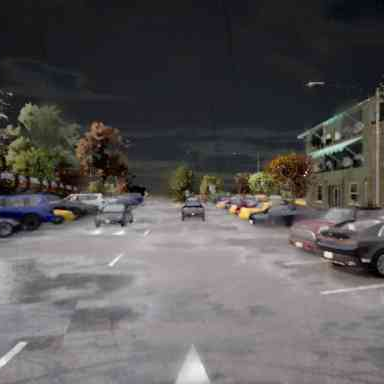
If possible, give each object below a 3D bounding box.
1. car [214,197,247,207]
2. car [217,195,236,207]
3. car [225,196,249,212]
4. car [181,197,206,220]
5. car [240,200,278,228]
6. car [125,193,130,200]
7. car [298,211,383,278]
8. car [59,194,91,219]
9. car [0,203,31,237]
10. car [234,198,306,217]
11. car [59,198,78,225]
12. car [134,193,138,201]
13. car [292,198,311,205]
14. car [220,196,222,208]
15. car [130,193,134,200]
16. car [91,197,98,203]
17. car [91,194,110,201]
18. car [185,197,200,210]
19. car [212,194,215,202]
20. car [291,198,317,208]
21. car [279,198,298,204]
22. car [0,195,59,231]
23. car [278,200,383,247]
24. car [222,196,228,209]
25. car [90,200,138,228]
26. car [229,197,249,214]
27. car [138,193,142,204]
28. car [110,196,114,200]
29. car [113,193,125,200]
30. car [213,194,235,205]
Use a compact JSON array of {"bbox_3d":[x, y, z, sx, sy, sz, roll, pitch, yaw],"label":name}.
[{"bbox_3d":[5.993,1.475,51.371,4.674,1.452,2.002,1,0,-20],"label":"car"},{"bbox_3d":[5.996,1.449,39.542,4.892,1.521,2.231,1,0,-20],"label":"car"},{"bbox_3d":[6.166,1.457,30.731,5.366,1.575,1.946,1,0,-20],"label":"car"},{"bbox_3d":[0.096,1.465,27.607,2.128,1.511,4.902,0,0,0],"label":"car"},{"bbox_3d":[5.972,1.496,21.767,4.792,1.488,2.163,1,0,-20],"label":"car"},{"bbox_3d":[-10.980,1.317,43.668,4.553,1.767,2.185,-1,0,-20],"label":"car"},{"bbox_3d":[5.998,1.480,9.941,4.892,1.521,2.231,1,0,-20],"label":"car"},{"bbox_3d":[-10.921,1.210,25.554,5.566,2.045,2.435,-1,0,-20],"label":"car"},{"bbox_3d":[-10.918,1.500,16.490,4.792,1.488,2.163,-1,0,-20],"label":"car"},{"bbox_3d":[6.166,1.463,24.814,5.366,1.575,1.946,1,0,-20],"label":"car"},{"bbox_3d":[-10.776,1.459,22.591,5.366,1.575,1.946,-1,0,-20],"label":"car"},{"bbox_3d":[-10.926,1.309,49.733,4.553,1.767,2.185,-1,0,-20],"label":"car"},{"bbox_3d":[28.078,2.428,85.466,2.231,1.521,4.892,2,-1,-21],"label":"car"},{"bbox_3d":[6.019,1.481,36.593,4.792,1.488,2.163,1,0,-20],"label":"car"},{"bbox_3d":[-10.987,1.313,46.695,4.553,1.767,2.185,-1,0,-20],"label":"car"},{"bbox_3d":[-10.937,1.459,28.561,4.892,1.521,2.231,-1,0,-20],"label":"car"},{"bbox_3d":[-10.984,1.204,31.582,5.566,2.045,2.435,-1,0,-20],"label":"car"},{"bbox_3d":[0.094,1.434,43.333,1.882,1.535,5.008,0,0,0],"label":"car"},{"bbox_3d":[5.999,1.439,48.414,4.892,1.521,2.231,1,0,-20],"label":"car"},{"bbox_3d":[22.453,2.228,67.095,1.946,1.575,5.366,2,1,-21],"label":"car"},{"bbox_3d":[24.686,2.323,85.434,2.231,1.521,4.892,2,-1,-21],"label":"car"},{"bbox_3d":[-10.979,1.217,19.491,5.566,2.045,2.435,-1,0,-20],"label":"car"},{"bbox_3d":[6.029,1.351,12.916,4.553,1.767,2.185,1,0,-20],"label":"car"},{"bbox_3d":[5.992,1.454,33.627,5.008,1.535,2.097,1,0,-20],"label":"car"},{"bbox_3d":[-5.093,1.504,22.324,1.812,1.442,4.674,0,0,0],"label":"car"},{"bbox_3d":[5.995,1.460,27.697,5.008,1.535,2.097,1,0,-20],"label":"car"},{"bbox_3d":[-10.962,1.433,52.747,4.892,1.521,2.231,-1,0,-20],"label":"car"},{"bbox_3d":[-10.922,1.481,34.625,4.792,1.488,2.163,-1,0,-20],"label":"car"},{"bbox_3d":[-10.930,1.197,37.649,5.566,2.045,2.435,-1,0,-20],"label":"car"},{"bbox_3d":[5.824,1.439,42.425,5.366,1.575,1.946,1,0,-20],"label":"car"}]
